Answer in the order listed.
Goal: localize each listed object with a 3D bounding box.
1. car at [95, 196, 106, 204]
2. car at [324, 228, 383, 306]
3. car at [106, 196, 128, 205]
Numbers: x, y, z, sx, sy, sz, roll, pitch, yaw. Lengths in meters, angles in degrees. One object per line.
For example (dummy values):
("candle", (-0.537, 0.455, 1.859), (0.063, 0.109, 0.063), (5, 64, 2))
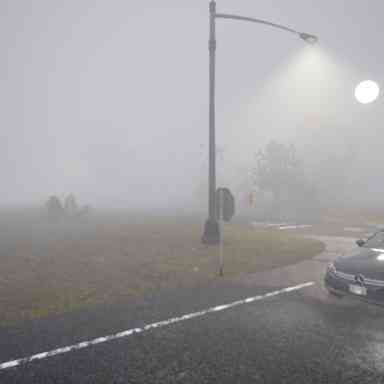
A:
("car", (-16.306, 1.375, 61.016), (1.812, 1.442, 4.674), (0, 0, -34))
("car", (4.908, 1.507, 7.401), (4.674, 1.442, 1.812), (0, 0, -36))
("car", (-12.021, 1.389, 54.730), (1.812, 1.442, 4.674), (0, 0, -33))
